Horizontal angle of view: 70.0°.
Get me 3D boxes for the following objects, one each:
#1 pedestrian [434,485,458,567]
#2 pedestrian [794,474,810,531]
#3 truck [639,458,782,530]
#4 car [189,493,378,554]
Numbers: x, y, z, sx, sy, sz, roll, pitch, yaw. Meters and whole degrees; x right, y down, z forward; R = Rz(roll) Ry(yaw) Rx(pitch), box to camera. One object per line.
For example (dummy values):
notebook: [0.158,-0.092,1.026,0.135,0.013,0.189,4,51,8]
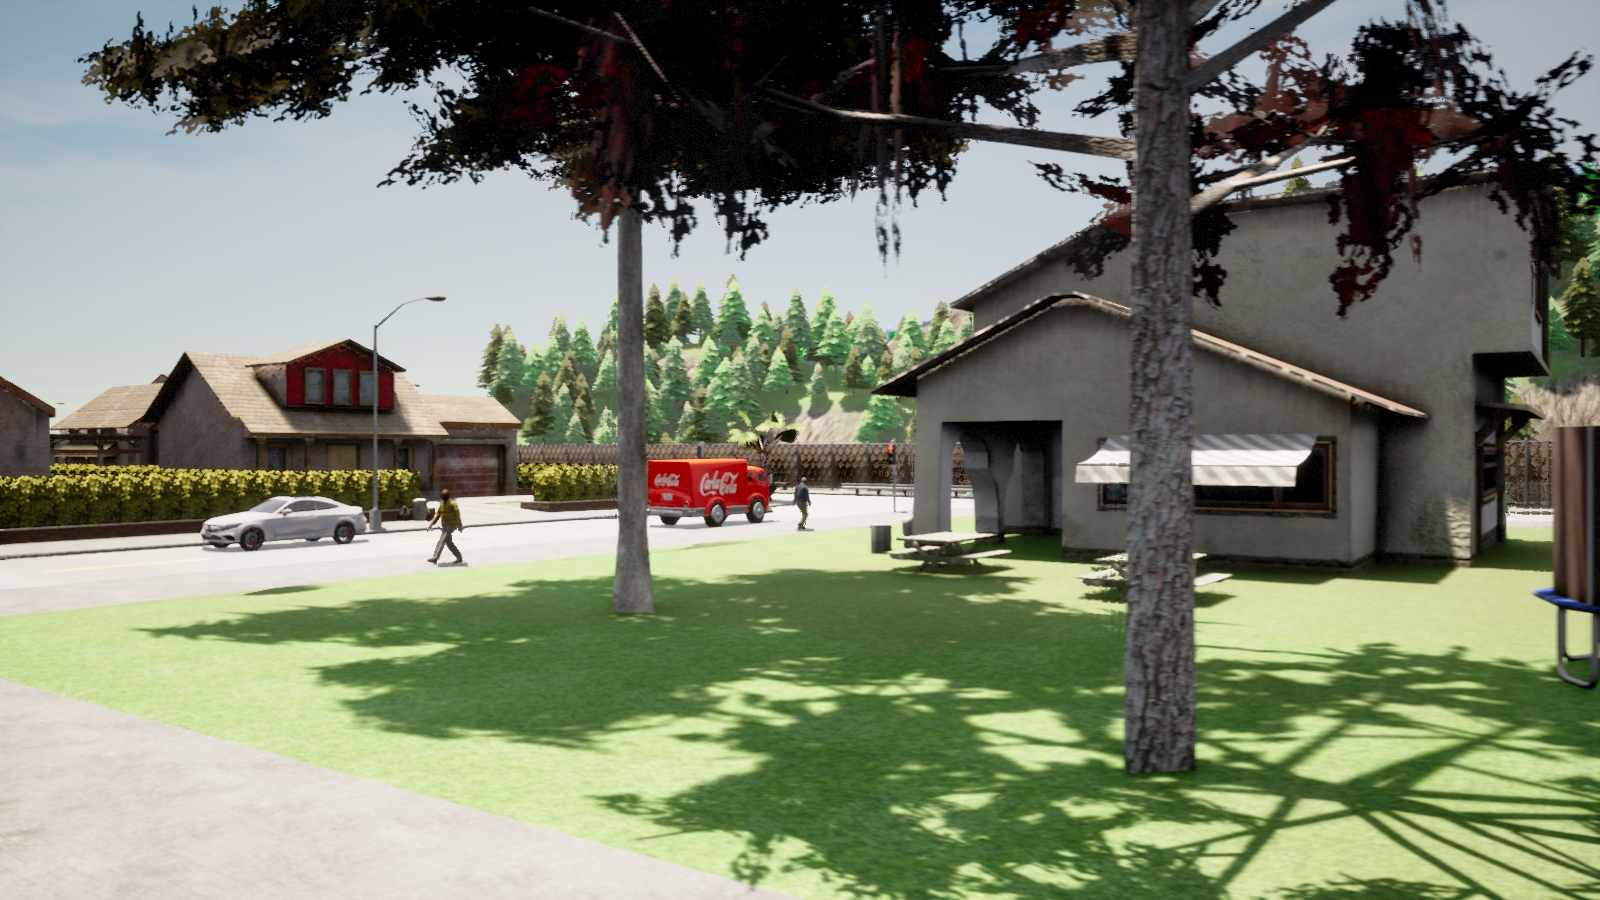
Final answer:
pedestrian: [-8.187,1.743,26.428,0.375,1.860,0.375,0,0,36]
pedestrian: [0.071,1.744,38.203,0.375,1.860,0.375,0,0,38]
truck: [-3.278,1.568,42.900,2.627,2.467,5.204,0,0,35]
car: [-14.987,2.081,33.411,2.002,1.442,4.674,0,0,35]
